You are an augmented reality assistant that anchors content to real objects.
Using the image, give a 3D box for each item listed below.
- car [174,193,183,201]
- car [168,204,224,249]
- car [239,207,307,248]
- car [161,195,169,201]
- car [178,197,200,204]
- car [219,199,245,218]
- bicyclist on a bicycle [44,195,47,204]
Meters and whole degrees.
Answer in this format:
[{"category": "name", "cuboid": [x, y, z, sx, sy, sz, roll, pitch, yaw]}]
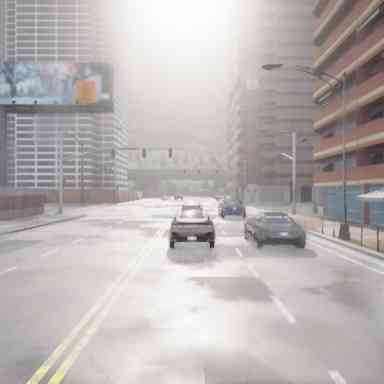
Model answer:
[{"category": "car", "cuboid": [-3.500, 1.218, 87.053, 2.150, 2.045, 5.566, 0, 0, 0]}, {"category": "car", "cuboid": [0.000, 1.494, 14.650, 2.128, 1.511, 4.902, 0, 0, 0]}, {"category": "car", "cuboid": [3.500, 1.571, 14.650, 1.994, 1.385, 4.181, 0, 0, 0]}, {"category": "car", "cuboid": [-7.000, 1.517, 87.066, 1.812, 1.442, 4.674, 0, 0, 0]}, {"category": "car", "cuboid": [0.000, 1.494, 29.650, 2.128, 1.511, 4.902, 0, 0, 0]}, {"category": "car", "cuboid": [3.500, 1.365, 29.620, 2.097, 1.767, 4.553, 0, 0, 0]}, {"category": "bicyclist on a bicycle", "cuboid": [-25.641, 1.299, 57.952, 0.582, 1.620, 1.656, 0, 0, 0]}]
